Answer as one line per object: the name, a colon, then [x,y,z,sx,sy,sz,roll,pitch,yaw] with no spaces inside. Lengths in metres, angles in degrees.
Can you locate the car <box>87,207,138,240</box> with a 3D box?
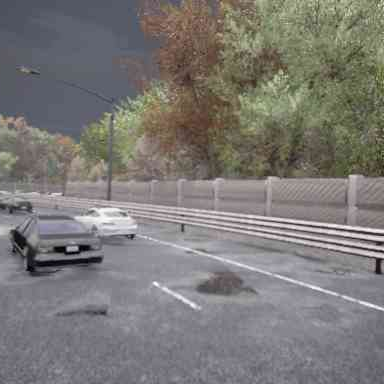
car: [-4.221,1.444,15.900,1.812,1.442,4.674,3,-1,-37]

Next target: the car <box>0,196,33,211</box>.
car: [-15.393,1.071,28.936,4.674,1.442,1.812,2,-1,45]

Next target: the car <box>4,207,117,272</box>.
car: [-4.430,1.428,10.436,2.033,1.411,5.357,2,0,-35]
